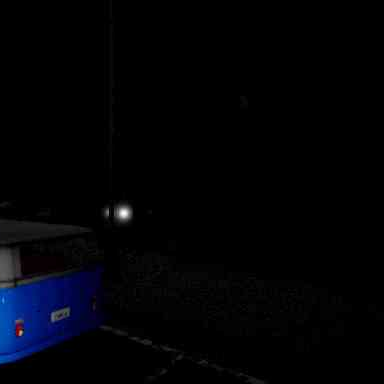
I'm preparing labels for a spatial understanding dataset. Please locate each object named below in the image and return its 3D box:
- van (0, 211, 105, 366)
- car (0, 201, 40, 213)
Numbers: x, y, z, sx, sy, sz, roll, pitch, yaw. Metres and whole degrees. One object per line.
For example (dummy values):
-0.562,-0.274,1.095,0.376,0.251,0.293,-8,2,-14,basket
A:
-3.196,1.341,5.357,3.998,1.788,1.690,0,0,36,van
-15.406,1.517,28.504,1.812,1.442,4.674,0,0,33,car
